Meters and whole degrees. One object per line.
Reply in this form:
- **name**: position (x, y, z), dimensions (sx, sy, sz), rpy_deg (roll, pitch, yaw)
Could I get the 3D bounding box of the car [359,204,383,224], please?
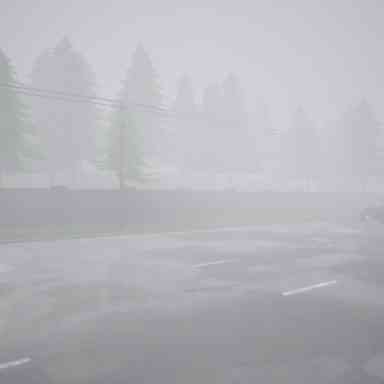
- **car**: position (15.960, 1.792, 27.914), dimensions (4.892, 1.490, 1.837), rpy_deg (1, -1, -35)
